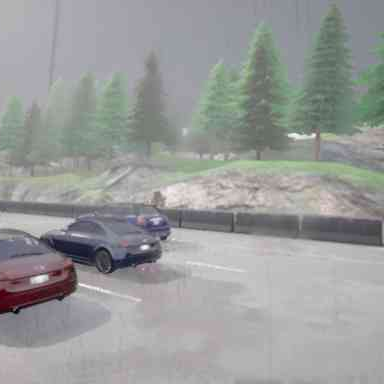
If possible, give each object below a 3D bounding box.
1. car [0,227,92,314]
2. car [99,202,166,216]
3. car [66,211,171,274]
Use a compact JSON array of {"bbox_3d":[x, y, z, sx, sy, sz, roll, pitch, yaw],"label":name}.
[{"bbox_3d":[-4.323,1.486,7.012,4.181,1.385,1.994,1,0,35],"label":"car"},{"bbox_3d":[-3.184,1.240,14.767,4.553,1.767,2.097,1,0,35],"label":"car"},{"bbox_3d":[-2.934,1.480,10.313,4.181,1.385,1.994,1,0,35],"label":"car"}]
